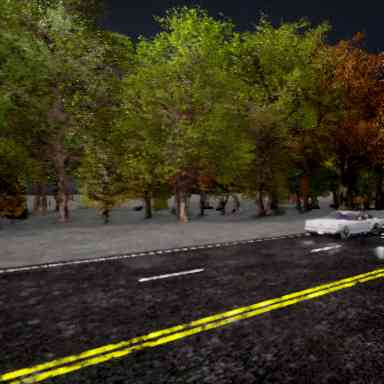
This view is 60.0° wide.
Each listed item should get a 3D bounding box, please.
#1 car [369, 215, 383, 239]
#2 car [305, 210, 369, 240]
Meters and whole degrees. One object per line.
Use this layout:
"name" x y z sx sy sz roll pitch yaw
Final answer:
"car" 10.530 1.525 15.206 4.902 1.511 2.128 0 0 -36
"car" 8.018 1.648 17.407 4.718 1.301 1.895 0 0 -36
